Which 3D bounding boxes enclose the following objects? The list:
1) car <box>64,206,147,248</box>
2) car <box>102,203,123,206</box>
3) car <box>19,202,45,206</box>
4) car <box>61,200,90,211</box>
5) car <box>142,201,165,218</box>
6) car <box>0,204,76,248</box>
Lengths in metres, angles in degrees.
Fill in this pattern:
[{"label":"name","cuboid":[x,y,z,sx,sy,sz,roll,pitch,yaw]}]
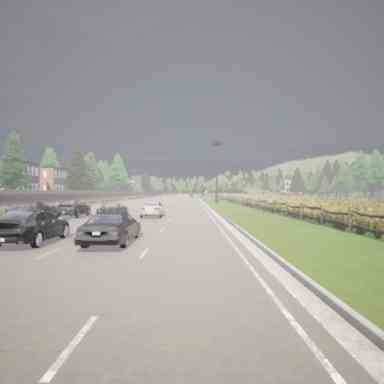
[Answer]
[{"label":"car","cuboid":[-3.500,1.562,14.650,2.033,1.411,5.357,0,0,0]},{"label":"car","cuboid":[-7.000,1.616,29.680,1.895,1.301,4.718,0,0,0]},{"label":"car","cuboid":[-14.000,1.563,29.650,2.033,1.411,5.357,0,0,0]},{"label":"car","cuboid":[-10.500,1.495,29.650,2.128,1.511,4.902,0,0,0]},{"label":"car","cuboid":[-3.500,1.532,29.650,1.812,1.442,4.674,0,0,0]},{"label":"car","cuboid":[-7.000,1.516,14.650,1.837,1.490,4.892,0,0,0]}]
